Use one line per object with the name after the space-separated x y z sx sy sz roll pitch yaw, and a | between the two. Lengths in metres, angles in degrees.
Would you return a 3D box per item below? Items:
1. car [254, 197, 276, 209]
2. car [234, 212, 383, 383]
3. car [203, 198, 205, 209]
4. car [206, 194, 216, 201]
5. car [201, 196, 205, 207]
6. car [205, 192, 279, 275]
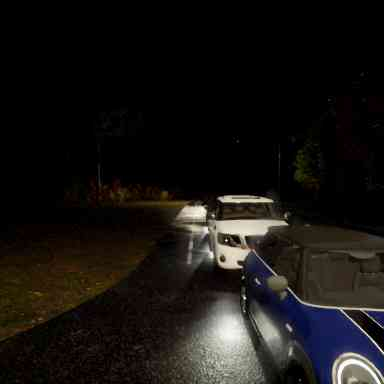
9.202 1.346 42.169 1.994 1.385 4.181 0 0 1 | car
1.936 1.338 4.186 2.097 1.767 4.553 0 0 -1 | car
1.881 1.380 23.119 1.837 1.490 4.892 0 0 1 | car
4.304 1.205 74.009 1.895 1.301 4.718 0 0 8 | car
2.280 1.241 45.485 1.882 1.535 5.008 0 0 1 | car
1.680 1.160 10.531 2.150 2.045 5.566 0 0 1 | car
